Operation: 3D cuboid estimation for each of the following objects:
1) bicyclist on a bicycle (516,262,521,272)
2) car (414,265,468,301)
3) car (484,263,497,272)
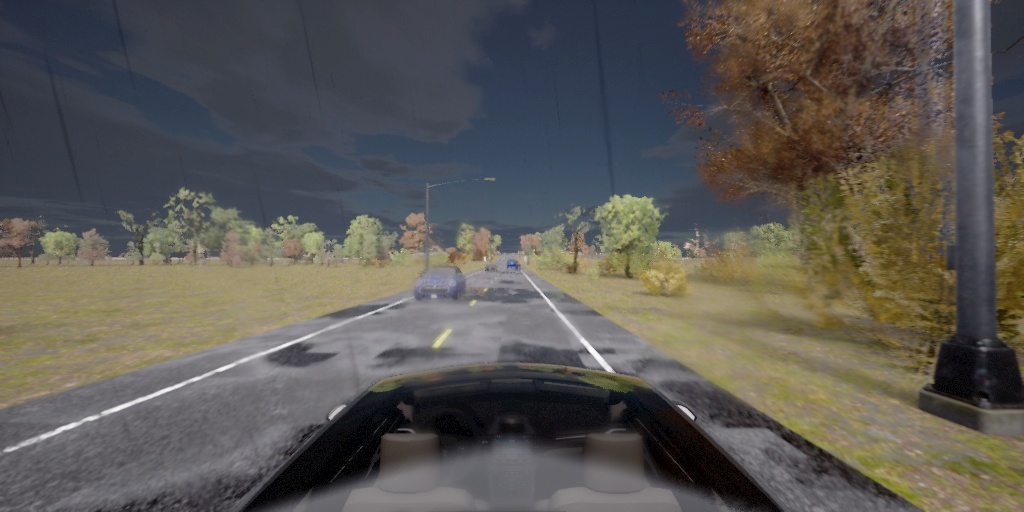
[{"bbox_3d":[0.958,1.626,49.165,0.659,1.776,1.843,0,0,0],"label":"bicyclist on a bicycle"},{"bbox_3d":[-3.602,1.289,18.801,2.097,1.767,4.553,0,-1,0],"label":"car"},{"bbox_3d":[-3.544,1.873,60.336,1.837,1.490,4.892,0,0,1],"label":"car"}]
